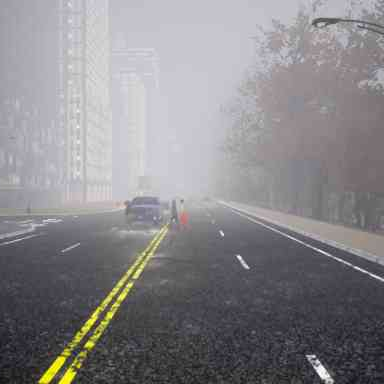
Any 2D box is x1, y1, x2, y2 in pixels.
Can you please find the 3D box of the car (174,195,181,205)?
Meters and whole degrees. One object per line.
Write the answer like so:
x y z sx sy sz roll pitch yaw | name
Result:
-3.335 1.606 55.552 1.895 1.301 4.718 0 0 0 | car

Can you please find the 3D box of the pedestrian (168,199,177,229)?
-1.021 1.301 19.409 0.375 1.860 0.375 0 0 0 | pedestrian

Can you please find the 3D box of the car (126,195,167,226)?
-3.368 1.294 24.540 2.150 2.045 5.566 -1 0 0 | car

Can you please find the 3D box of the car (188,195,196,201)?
0.010 1.420 85.298 1.812 1.442 4.674 0 0 0 | car

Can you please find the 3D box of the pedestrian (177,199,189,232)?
-0.524 1.292 18.809 0.375 1.860 0.375 0 0 0 | pedestrian

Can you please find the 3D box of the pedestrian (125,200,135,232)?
-3.466 1.292 18.213 0.375 1.860 0.375 0 0 0 | pedestrian

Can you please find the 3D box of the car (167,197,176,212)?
-3.345 1.566 39.515 1.994 1.385 4.181 0 0 0 | car

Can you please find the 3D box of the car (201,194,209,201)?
3.260 1.373 85.297 1.882 1.535 5.008 0 0 0 | car

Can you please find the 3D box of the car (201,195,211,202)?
3.257 1.503 74.903 1.837 1.490 4.892 0 0 0 | car

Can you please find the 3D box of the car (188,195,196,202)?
0.009 1.543 74.904 2.033 1.411 5.357 0 0 0 | car
